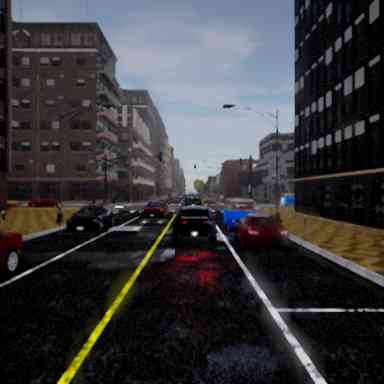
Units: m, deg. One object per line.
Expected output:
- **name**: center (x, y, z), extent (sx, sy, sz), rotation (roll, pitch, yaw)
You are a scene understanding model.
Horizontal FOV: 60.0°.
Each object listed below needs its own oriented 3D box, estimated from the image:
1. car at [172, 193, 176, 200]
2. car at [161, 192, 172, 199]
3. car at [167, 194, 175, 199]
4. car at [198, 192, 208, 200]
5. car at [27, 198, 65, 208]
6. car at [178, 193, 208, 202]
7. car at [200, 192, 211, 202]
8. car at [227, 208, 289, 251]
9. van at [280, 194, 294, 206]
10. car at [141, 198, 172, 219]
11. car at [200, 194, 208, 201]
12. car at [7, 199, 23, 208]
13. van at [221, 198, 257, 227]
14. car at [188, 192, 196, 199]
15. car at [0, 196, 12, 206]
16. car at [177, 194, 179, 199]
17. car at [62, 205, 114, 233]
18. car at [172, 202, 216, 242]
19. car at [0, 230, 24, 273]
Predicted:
- **car**: center (-5.673, 0.944, 80.472), extent (2.192, 1.841, 5.009), rotation (0, 0, 0)
- **car**: center (-5.676, 1.198, 69.224), extent (1.752, 1.417, 4.829), rotation (0, 0, 0)
- **car**: center (-5.672, 1.141, 91.551), extent (2.008, 1.369, 4.403), rotation (0, 0, 0)
- **car**: center (2.708, 0.944, 80.471), extent (2.192, 1.841, 5.009), rotation (0, 0, 0)
- **car**: center (-17.458, 1.321, 39.883), extent (4.206, 1.307, 1.802), rotation (0, 0, 0)
- **car**: center (0.018, 1.194, 30.421), extent (2.097, 1.767, 4.553), rotation (0, 0, -2)
- **car**: center (2.704, 1.219, 64.025), extent (1.752, 1.417, 4.829), rotation (0, 0, 0)
- **car**: center (2.663, 1.510, 13.380), extent (1.802, 1.307, 4.206), rotation (0, 0, 0)
- **van**: center (14.909, 1.166, 48.337), extent (3.998, 1.788, 1.690), rotation (0, 0, 0)
- **car**: center (-3.042, 1.456, 27.716), extent (1.895, 1.301, 4.718), rotation (0, 0, 1)
- **car**: center (2.706, 1.232, 74.933), extent (1.802, 1.307, 4.206), rotation (0, 0, 0)
- **car**: center (-22.951, 1.254, 39.871), extent (4.829, 1.417, 1.752), rotation (0, 0, 0)
- **van**: center (2.665, 1.240, 19.067), extent (1.690, 1.788, 3.998), rotation (0, 0, 0)
- **car**: center (0.015, 0.955, 88.542), extent (2.097, 1.767, 4.553), rotation (0, 0, 0)
- **car**: center (-28.974, 1.242, 48.236), extent (4.829, 1.417, 1.752), rotation (0, 0, 0)
- **car**: center (-2.985, 1.120, 89.426), extent (1.812, 1.442, 4.674), rotation (0, 0, 0)
- **car**: center (-5.683, 1.465, 19.096), extent (1.947, 1.339, 4.313), rotation (0, 0, 0)
- **car**: center (0.104, 1.420, 15.772), extent (1.837, 1.490, 4.892), rotation (0, 0, 0)
- **car**: center (-5.685, 1.503, 7.718), extent (1.887, 1.381, 4.507), rotation (0, 0, 0)
